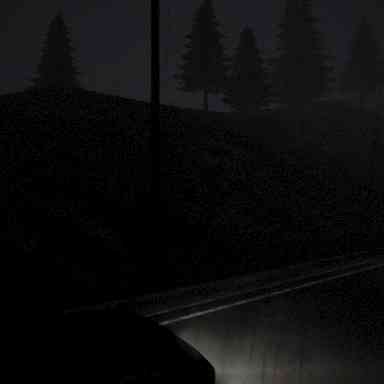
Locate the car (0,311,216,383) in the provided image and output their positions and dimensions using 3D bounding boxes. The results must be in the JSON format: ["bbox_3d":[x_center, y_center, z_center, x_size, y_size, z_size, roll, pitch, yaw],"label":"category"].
[{"bbox_3d":[-2.322,1.550,2.089,5.357,1.411,2.033,0,0,-36],"label":"car"}]
